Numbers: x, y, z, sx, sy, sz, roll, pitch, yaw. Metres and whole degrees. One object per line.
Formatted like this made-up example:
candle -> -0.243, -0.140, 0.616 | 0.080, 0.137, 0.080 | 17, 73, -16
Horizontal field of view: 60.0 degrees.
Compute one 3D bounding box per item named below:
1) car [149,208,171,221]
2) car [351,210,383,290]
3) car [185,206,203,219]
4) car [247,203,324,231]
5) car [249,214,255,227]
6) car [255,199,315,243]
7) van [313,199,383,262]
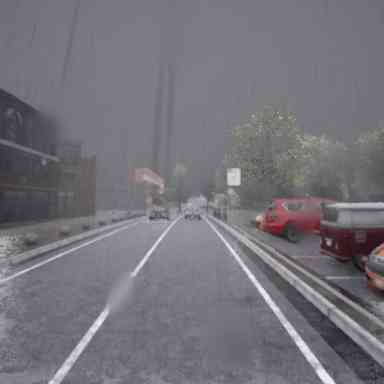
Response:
car -> -3.331, 2.322, 35.085 | 1.994, 1.385, 4.181 | 0, -2, 1
car -> 6.320, 1.384, 7.246 | 4.553, 1.767, 2.185 | 0, 0, 0
car -> 0.034, 2.602, 40.863 | 1.895, 1.301, 4.718 | 0, -2, -1
car -> 6.193, 1.613, 22.426 | 4.553, 1.767, 2.185 | 0, -1, -1
car -> 6.199, 1.680, 19.388 | 5.008, 1.535, 2.097 | 0, -1, -1
car -> 6.254, 1.373, 16.476 | 5.566, 2.045, 2.435 | 0, -1, 0
van -> 6.386, 1.315, 10.284 | 4.442, 1.987, 1.878 | 0, -1, 0
